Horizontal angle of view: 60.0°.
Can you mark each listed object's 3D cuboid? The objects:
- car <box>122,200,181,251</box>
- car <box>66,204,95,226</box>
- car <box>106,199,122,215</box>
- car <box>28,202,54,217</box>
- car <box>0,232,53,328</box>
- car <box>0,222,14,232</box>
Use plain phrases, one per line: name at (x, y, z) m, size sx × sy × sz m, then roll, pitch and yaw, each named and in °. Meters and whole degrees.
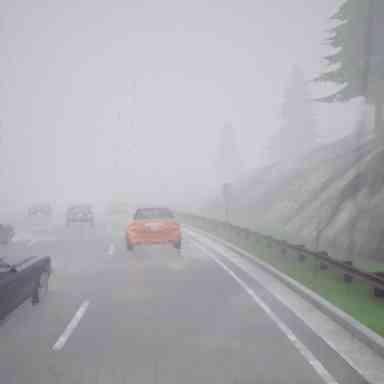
car at (-1.823, 1.340, 14.407) m, size 2.097 × 1.767 × 4.553 m, roll 0°, pitch 0°, yaw -12°
car at (-7.910, 1.561, 23.561) m, size 2.033 × 1.411 × 5.357 m, roll 0°, pitch 0°, yaw -18°
car at (-7.613, 1.473, 33.712) m, size 1.882 × 1.535 × 5.008 m, roll 0°, pitch 0°, yaw -18°
car at (-14.328, 1.643, 31.752) m, size 1.895 × 1.301 × 4.718 m, roll 0°, pitch 0°, yaw -18°
car at (-3.799, 1.617, 5.183) m, size 1.895 × 1.301 × 4.718 m, roll 0°, pitch 0°, yaw -5°
car at (-8.419, 1.582, 12.592) m, size 2.033 × 1.411 × 5.357 m, roll 0°, pitch 0°, yaw -12°
